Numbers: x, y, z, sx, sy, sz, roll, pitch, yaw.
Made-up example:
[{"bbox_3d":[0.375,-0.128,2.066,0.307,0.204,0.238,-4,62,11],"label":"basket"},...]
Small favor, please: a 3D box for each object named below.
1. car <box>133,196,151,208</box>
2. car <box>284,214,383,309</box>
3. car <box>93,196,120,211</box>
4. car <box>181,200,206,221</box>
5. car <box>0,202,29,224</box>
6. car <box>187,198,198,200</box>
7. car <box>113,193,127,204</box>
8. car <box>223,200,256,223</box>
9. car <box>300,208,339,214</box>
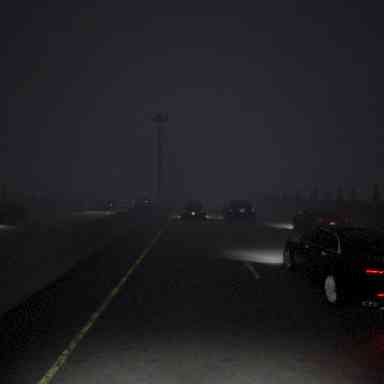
[{"bbox_3d":[-7.103,1.397,47.363,2.097,1.767,4.553,0,0,0],"label":"car"},{"bbox_3d":[3.599,1.509,7.835,1.837,1.490,4.892,0,0,0],"label":"car"},{"bbox_3d":[-10.594,1.564,40.717,1.812,1.442,4.674,0,0,0],"label":"car"},{"bbox_3d":[0.095,1.588,27.085,1.994,1.385,4.181,0,0,0],"label":"car"},{"bbox_3d":[-14.102,1.527,25.003,1.837,1.490,4.892,0,0,0],"label":"car"},{"bbox_3d":[0.093,1.544,43.075,2.163,1.488,4.792,0,0,0],"label":"car"},{"bbox_3d":[-14.330,1.215,66.211,2.150,2.045,5.566,0,0,-2],"label":"car"},{"bbox_3d":[3.596,1.375,25.996,2.097,1.767,4.553,0,0,0],"label":"car"},{"bbox_3d":[7.098,1.579,18.608,1.994,1.385,4.181,0,0,0],"label":"car"}]
